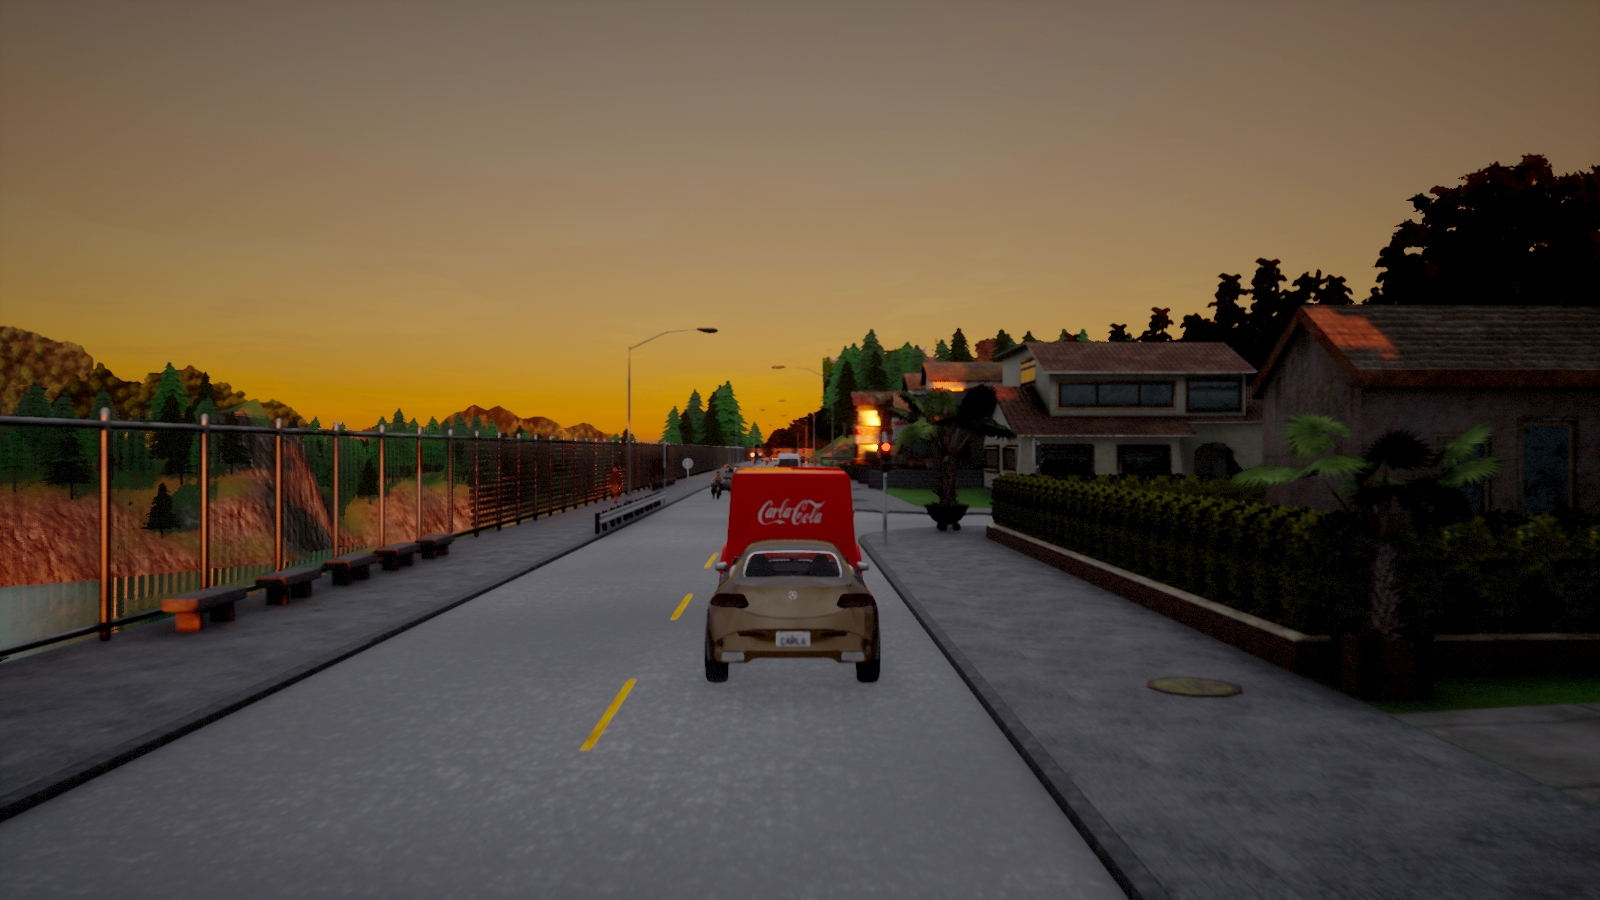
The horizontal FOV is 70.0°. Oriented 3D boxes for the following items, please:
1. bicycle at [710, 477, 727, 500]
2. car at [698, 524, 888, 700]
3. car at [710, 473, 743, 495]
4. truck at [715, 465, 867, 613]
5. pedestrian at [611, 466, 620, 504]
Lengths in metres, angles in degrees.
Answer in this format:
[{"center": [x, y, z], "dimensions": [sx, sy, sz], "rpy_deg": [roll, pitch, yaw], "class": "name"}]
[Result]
[{"center": [-4.611, 2.158, 64.408], "dimensions": [0.859, 1.276, 1.487], "rpy_deg": [0, 0, -1], "class": "bicycle"}, {"center": [-0.106, 1.992, 15.411], "dimensions": [2.152, 1.651, 5.027], "rpy_deg": [0, 0, -1], "class": "car"}, {"center": [-4.717, 2.155, 73.941], "dimensions": [1.895, 1.301, 4.718], "rpy_deg": [0, 0, -1], "class": "car"}, {"center": [-0.175, 1.569, 22.331], "dimensions": [2.627, 2.467, 5.204], "rpy_deg": [0, 0, -1], "class": "truck"}, {"center": [-9.149, 1.744, 56.635], "dimensions": [0.375, 1.860, 0.375], "rpy_deg": [0, 0, 3], "class": "pedestrian"}]
